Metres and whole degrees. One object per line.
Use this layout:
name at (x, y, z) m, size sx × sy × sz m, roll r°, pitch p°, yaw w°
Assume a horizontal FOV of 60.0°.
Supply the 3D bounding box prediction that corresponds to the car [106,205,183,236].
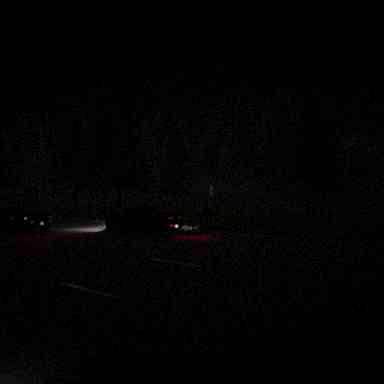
car at (-2.766, 1.503, 18.599) m, size 4.892 × 1.490 × 1.837 m, roll 0°, pitch 0°, yaw 35°

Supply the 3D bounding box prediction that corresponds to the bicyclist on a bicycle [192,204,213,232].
bicyclist on a bicycle at (0.648, 1.409, 18.083) m, size 0.582 × 1.620 × 1.656 m, roll 29°, pitch -16°, yaw -28°

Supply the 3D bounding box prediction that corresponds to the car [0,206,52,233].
car at (-10.062, 1.523, 19.412) m, size 4.674 × 1.442 × 1.812 m, roll 0°, pitch 0°, yaw 35°
